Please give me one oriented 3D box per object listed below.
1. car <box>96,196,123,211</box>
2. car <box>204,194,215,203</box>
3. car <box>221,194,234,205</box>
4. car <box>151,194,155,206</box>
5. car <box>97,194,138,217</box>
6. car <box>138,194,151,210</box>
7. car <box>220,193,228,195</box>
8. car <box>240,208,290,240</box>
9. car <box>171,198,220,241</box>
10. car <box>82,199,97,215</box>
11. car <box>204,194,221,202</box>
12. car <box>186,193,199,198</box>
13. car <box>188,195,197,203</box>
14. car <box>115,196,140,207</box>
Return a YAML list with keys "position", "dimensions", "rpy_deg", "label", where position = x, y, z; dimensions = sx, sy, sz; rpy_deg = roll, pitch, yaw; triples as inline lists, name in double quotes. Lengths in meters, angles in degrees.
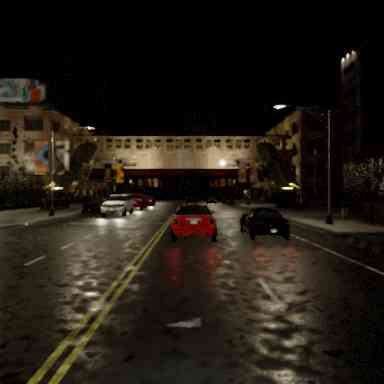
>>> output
- position: [-10.060, 1.352, 41.030]
  dimensions: [2.185, 1.767, 4.553]
  rpy_deg: [0, 0, 0]
  label: "car"
- position: [3.594, 1.280, 70.516]
  dimensions: [2.097, 1.767, 4.553]
  rpy_deg: [0, 0, 0]
  label: "car"
- position: [6.694, 1.587, 63.043]
  dimensions: [1.895, 1.301, 4.718]
  rpy_deg: [0, 0, 0]
  label: "car"
- position: [-7.052, 1.348, 52.676]
  dimensions: [2.097, 1.767, 4.553]
  rpy_deg: [0, 0, 1]
  label: "car"
- position: [-7.072, 1.220, 32.119]
  dimensions: [2.150, 2.045, 5.566]
  rpy_deg: [0, 0, 0]
  label: "car"
- position: [-7.057, 1.219, 42.417]
  dimensions: [2.150, 2.045, 5.566]
  rpy_deg: [0, 0, 1]
  label: "car"
- position: [6.645, 1.220, 70.439]
  dimensions: [2.435, 2.045, 5.566]
  rpy_deg: [0, 0, 0]
  label: "car"
- position: [3.591, 1.523, 16.887]
  dimensions: [1.812, 1.442, 4.674]
  rpy_deg: [0, 0, 0]
  label: "car"
- position: [0.090, 1.350, 16.893]
  dimensions: [2.097, 1.767, 4.553]
  rpy_deg: [0, 0, 0]
  label: "car"
- position: [-9.917, 1.478, 34.605]
  dimensions: [2.097, 1.535, 5.008]
  rpy_deg: [0, 0, 0]
  label: "car"
- position: [3.513, 1.541, 60.135]
  dimensions: [2.033, 1.411, 5.357]
  rpy_deg: [0, 0, 1]
  label: "car"
- position: [0.013, 1.215, 60.165]
  dimensions: [2.150, 2.045, 5.566]
  rpy_deg: [0, 0, 1]
  label: "car"
- position: [0.094, 1.450, 70.551]
  dimensions: [1.812, 1.442, 4.674]
  rpy_deg: [0, 0, 0]
  label: "car"
- position: [-10.031, 1.478, 51.805]
  dimensions: [2.231, 1.521, 4.892]
  rpy_deg: [0, 0, 10]
  label: "car"
